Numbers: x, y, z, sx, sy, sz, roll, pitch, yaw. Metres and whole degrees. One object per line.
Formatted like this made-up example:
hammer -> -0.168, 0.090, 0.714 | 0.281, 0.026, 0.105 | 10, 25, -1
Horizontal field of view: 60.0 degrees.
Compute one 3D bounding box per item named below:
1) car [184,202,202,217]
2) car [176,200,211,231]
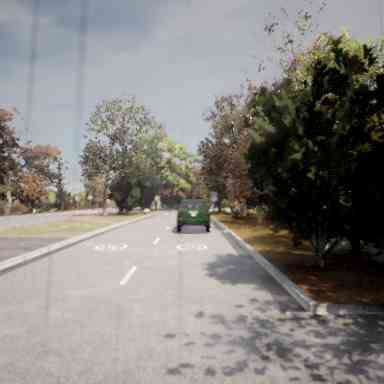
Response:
car -> 0.096, 2.220, 42.130 | 2.097, 1.767, 4.553 | 0, -2, 0
car -> 0.098, 1.538, 22.912 | 2.150, 2.045, 5.566 | 0, -1, 0
